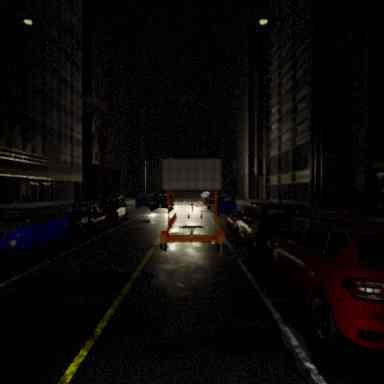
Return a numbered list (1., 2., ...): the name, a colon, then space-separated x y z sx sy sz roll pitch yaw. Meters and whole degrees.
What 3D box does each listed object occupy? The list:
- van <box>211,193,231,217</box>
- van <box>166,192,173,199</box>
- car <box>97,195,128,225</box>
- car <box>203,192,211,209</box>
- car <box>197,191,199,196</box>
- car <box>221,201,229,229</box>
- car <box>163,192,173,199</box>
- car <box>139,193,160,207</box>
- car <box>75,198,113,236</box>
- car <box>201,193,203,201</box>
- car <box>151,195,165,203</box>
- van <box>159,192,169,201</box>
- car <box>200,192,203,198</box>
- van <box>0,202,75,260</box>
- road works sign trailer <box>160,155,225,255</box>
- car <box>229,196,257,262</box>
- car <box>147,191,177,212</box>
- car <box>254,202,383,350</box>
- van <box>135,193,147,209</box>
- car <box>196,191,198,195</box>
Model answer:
1. van: 2.780 1.150 28.547 1.690 1.788 3.998 0 0 0
2. van: -5.711 0.789 84.636 1.690 1.788 3.998 0 0 0
3. car: -5.748 1.161 22.932 2.192 1.841 5.009 0 0 0
4. car: 2.787 1.050 39.765 2.192 1.841 5.009 0 0 0
5. car: 2.810 1.049 79.030 1.947 1.339 4.313 0 0 0
6. car: 2.773 1.407 17.501 1.752 1.417 4.829 0 0 0
7. car: -5.715 0.923 79.027 1.967 1.590 4.097 0 0 0
8. car: -5.735 1.014 45.369 2.192 1.841 5.009 0 0 0
9. car: -5.752 1.323 17.323 1.967 1.590 4.097 0 0 0
10. car: 2.793 1.207 50.985 1.887 1.381 4.507 0 0 0
11. car: -5.728 1.177 56.590 2.008 1.369 4.403 0 0 0
12. van: -5.721 0.896 67.807 1.690 1.788 3.998 0 0 0
13. car: 2.797 1.067 56.593 1.967 1.590 4.097 0 0 0
14. van: -5.755 1.261 11.713 1.690 1.788 3.998 0 0 0
15. road works sign trailer: 0.008 0.377 12.887 2.380 3.560 2.880 0 0 0
16. car: 2.770 1.235 11.720 2.192 1.841 5.009 0 0 0
17. car: -3.074 0.987 35.089 2.150 2.045 5.566 0 0 0
18. car: 2.767 1.273 6.111 2.192 1.841 5.009 0 0 0
19. van: -5.738 1.076 39.760 1.690 1.788 3.998 0 0 0
20. car: 2.817 0.937 90.418 1.752 1.417 4.829 0 0 0
